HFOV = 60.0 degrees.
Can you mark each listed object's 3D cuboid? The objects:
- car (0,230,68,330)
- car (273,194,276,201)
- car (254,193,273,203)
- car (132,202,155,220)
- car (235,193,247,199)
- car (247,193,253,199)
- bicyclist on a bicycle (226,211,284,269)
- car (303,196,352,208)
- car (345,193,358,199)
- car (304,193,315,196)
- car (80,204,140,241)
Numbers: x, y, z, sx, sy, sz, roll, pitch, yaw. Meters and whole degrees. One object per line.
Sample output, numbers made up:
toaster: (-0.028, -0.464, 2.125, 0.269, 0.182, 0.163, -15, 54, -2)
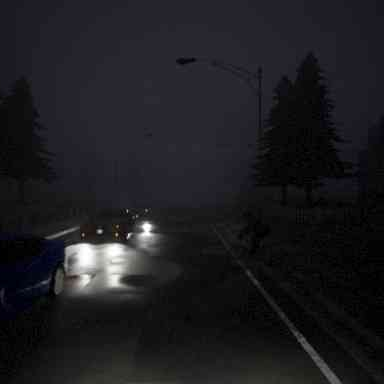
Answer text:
car: (-3.711, 1.457, 5.566, 1.882, 1.535, 5.008, 0, 0, -1)
car: (15.316, 1.126, 65.796, 1.970, 1.475, 3.806, 0, 0, -1)
car: (12.458, 1.145, 58.327, 1.845, 1.501, 3.633, 0, 0, -1)
car: (-4.183, 1.497, 27.181, 1.895, 1.301, 4.718, 0, 0, -1)
car: (12.019, 1.011, 84.357, 2.007, 1.523, 4.514, 0, 0, -1)
car: (15.155, 1.001, 84.461, 2.152, 1.636, 5.027, 0, 0, -1)
bicyclist on a bicycle: (1.754, 1.351, 9.408, 1.656, 1.620, 0.582, -3, 0, -1)
car: (16.525, 1.422, 40.937, 4.718, 1.301, 1.895, 0, 0, 1)
car: (37.118, 0.990, 77.106, 2.007, 1.523, 4.514, 0, 0, -1)
car: (27.126, 1.015, 76.984, 1.845, 1.501, 3.633, 0, 0, -1)
car: (-3.974, 1.502, 16.219, 1.994, 1.385, 4.181, 0, 0, -1)
